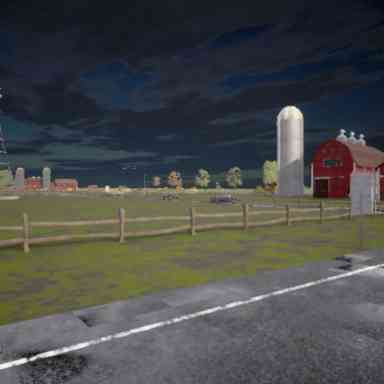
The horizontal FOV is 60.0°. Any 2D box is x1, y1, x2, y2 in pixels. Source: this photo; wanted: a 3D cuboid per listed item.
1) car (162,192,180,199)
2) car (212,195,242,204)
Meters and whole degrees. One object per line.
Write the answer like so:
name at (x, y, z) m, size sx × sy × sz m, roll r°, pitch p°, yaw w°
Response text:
car at (-4.233, 0.720, 66.576) m, size 1.837 × 1.490 × 4.892 m, roll -1°, pitch 1°, yaw -36°
car at (5.470, 1.124, 53.001) m, size 2.033 × 1.411 × 5.357 m, roll -1°, pitch 1°, yaw -35°
